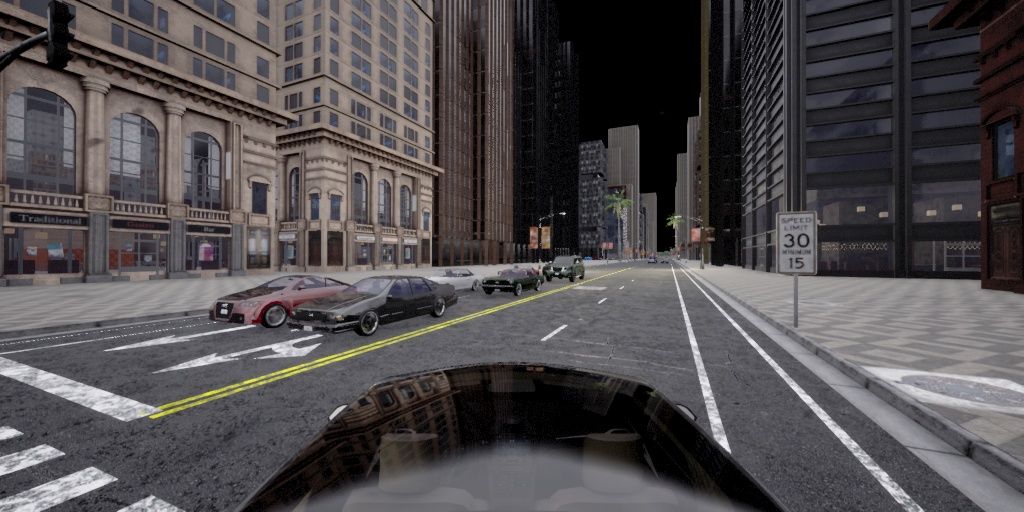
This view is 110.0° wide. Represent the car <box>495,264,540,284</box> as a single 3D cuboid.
[{"bbox_3d":[0.579,1.364,28.616,1.895,1.301,4.718,0,0,24],"label":"car"}]

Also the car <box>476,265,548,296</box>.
[{"bbox_3d":[0.163,1.358,19.577,1.895,1.301,4.718,0,0,24],"label":"car"}]

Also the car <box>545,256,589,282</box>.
[{"bbox_3d":[4.463,0.987,29.372,2.150,2.045,5.566,0,0,23],"label":"car"}]

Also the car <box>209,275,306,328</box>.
[{"bbox_3d":[-6.939,1.316,11.469,1.994,1.385,4.181,0,0,24],"label":"car"}]

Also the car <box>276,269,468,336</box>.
[{"bbox_3d":[-3.690,1.299,10.796,2.033,1.411,5.357,0,0,24],"label":"car"}]

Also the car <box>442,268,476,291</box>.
[{"bbox_3d":[-3.424,1.357,19.494,1.895,1.301,4.718,0,0,24],"label":"car"}]

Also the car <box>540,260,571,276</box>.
[{"bbox_3d":[4.713,1.251,37.947,1.882,1.535,5.008,0,0,24],"label":"car"}]
